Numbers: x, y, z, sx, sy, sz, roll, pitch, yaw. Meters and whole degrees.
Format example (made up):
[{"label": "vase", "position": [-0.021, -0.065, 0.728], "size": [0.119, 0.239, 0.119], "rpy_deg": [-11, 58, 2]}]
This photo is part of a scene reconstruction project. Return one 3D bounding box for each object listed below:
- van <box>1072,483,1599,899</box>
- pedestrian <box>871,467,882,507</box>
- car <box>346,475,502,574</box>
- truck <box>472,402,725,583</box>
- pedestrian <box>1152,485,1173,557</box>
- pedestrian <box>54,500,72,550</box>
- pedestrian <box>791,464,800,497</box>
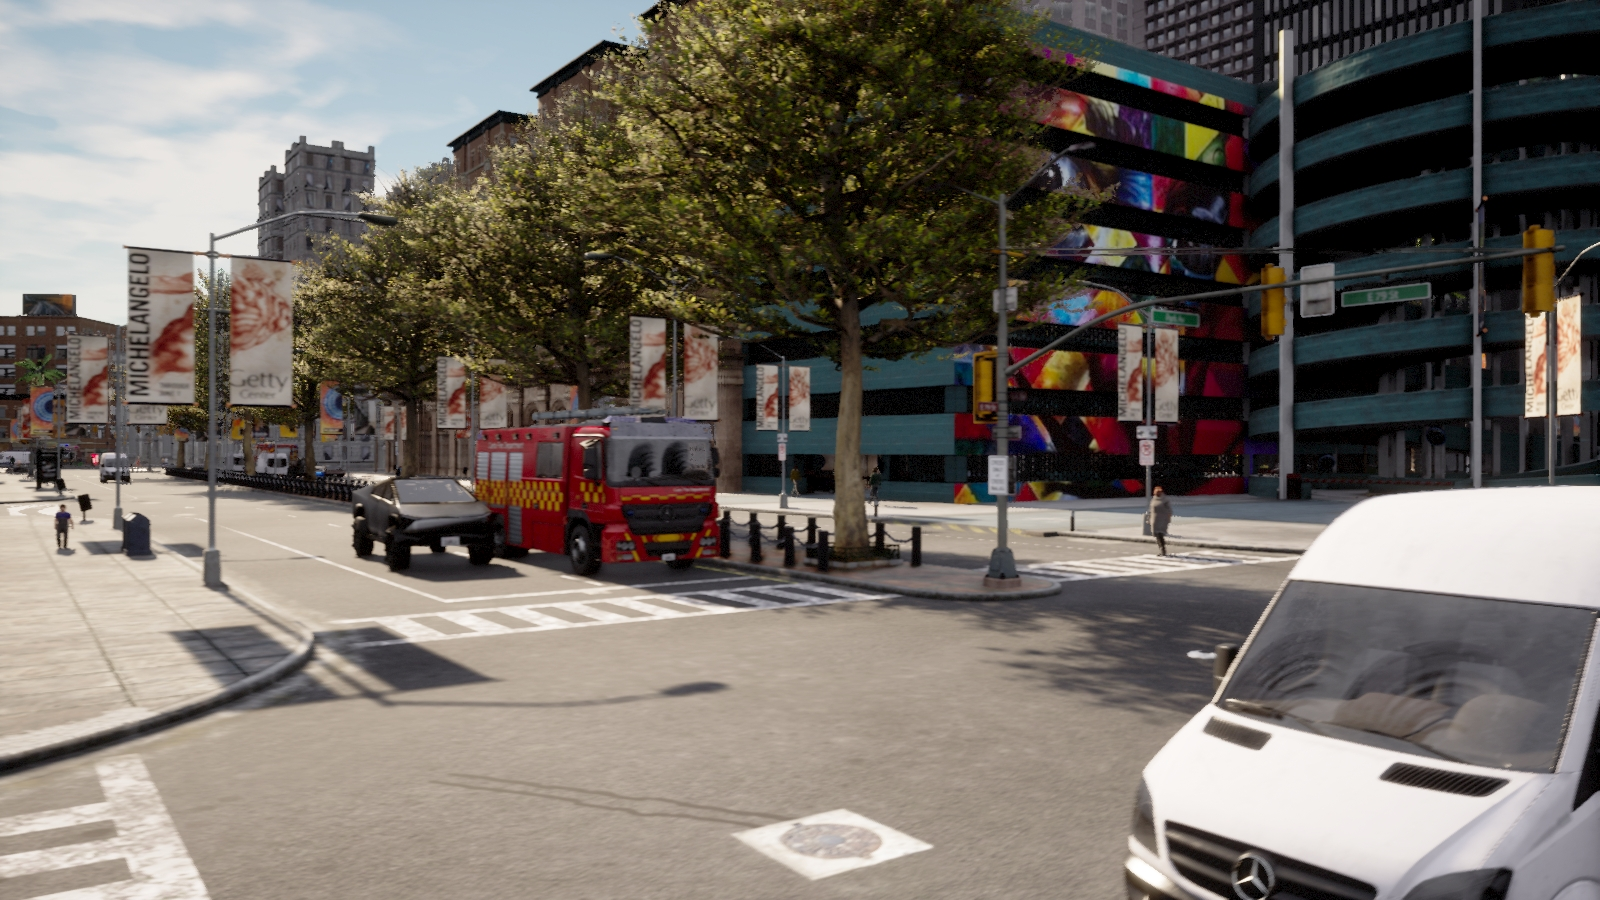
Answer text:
[{"label": "van", "position": [4.427, 1.541, 6.895], "size": [5.915, 2.561, 1.988], "rpy_deg": [0, 0, -35]}, {"label": "pedestrian", "position": [3.599, 1.721, 53.816], "size": [0.375, 1.860, 0.375], "rpy_deg": [0, 0, -33]}, {"label": "car", "position": [-9.706, 1.760, 29.084], "size": [2.390, 2.098, 6.274], "rpy_deg": [0, 0, -31]}, {"label": "truck", "position": [-5.320, 0.900, 28.513], "size": [2.891, 3.827, 8.468], "rpy_deg": [0, 0, -35]}, {"label": "pedestrian", "position": [9.527, 1.868, 30.040], "size": [0.375, 1.860, 0.375], "rpy_deg": [0, 0, -41]}, {"label": "pedestrian", "position": [-19.447, 1.977, 30.148], "size": [0.375, 1.300, 0.375], "rpy_deg": [0, 0, -33]}, {"label": "pedestrian", "position": [-0.256, 1.722, 64.073], "size": [0.375, 1.860, 0.375], "rpy_deg": [0, 0, -35]}]
